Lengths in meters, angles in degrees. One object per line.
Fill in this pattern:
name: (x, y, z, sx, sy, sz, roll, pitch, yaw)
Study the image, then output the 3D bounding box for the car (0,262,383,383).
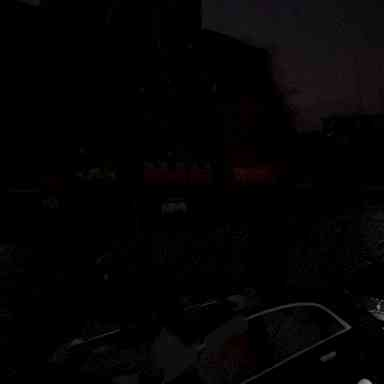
car: (-0.026, 1.541, 2.817, 4.403, 1.369, 2.008, 0, -1, -35)

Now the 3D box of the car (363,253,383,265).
car: (4.410, 1.507, 5.981, 4.403, 1.369, 2.008, 0, -1, -35)
